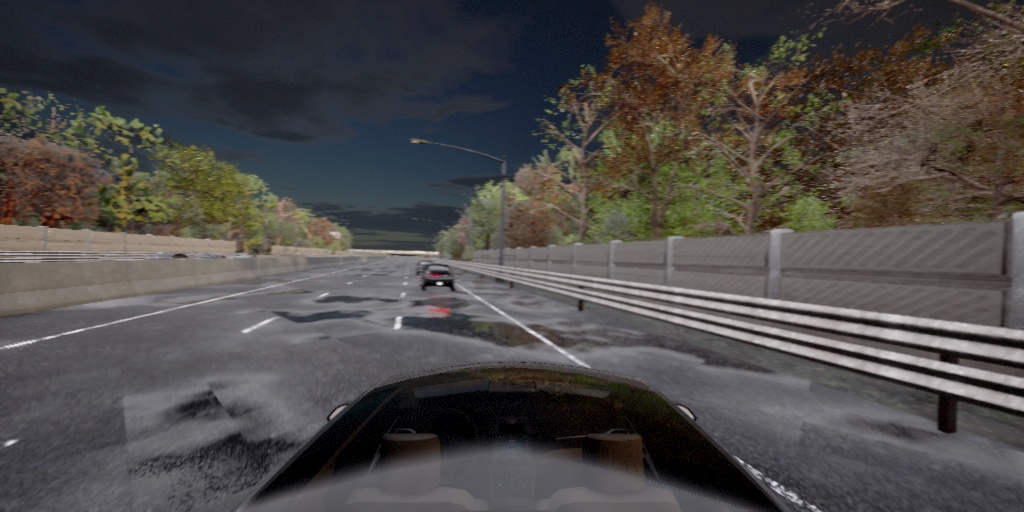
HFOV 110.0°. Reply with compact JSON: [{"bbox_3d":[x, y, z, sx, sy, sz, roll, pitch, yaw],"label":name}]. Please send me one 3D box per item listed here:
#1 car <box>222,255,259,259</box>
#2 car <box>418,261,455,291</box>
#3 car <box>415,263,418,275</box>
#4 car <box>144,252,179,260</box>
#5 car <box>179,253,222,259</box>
[{"bbox_3d":[-27.076,0.637,36.643,1.812,1.442,4.674,2,0,-15],"label":"car"},{"bbox_3d":[-4.540,1.222,21.713,1.837,1.490,4.892,2,0,-16],"label":"car"},{"bbox_3d":[-8.949,1.206,37.374,1.812,1.442,4.674,2,0,-16],"label":"car"},{"bbox_3d":[-33.989,0.394,35.449,1.837,1.490,4.892,2,0,-15],"label":"car"},{"bbox_3d":[-30.606,0.491,36.282,2.128,1.511,4.902,2,0,-15],"label":"car"}]
